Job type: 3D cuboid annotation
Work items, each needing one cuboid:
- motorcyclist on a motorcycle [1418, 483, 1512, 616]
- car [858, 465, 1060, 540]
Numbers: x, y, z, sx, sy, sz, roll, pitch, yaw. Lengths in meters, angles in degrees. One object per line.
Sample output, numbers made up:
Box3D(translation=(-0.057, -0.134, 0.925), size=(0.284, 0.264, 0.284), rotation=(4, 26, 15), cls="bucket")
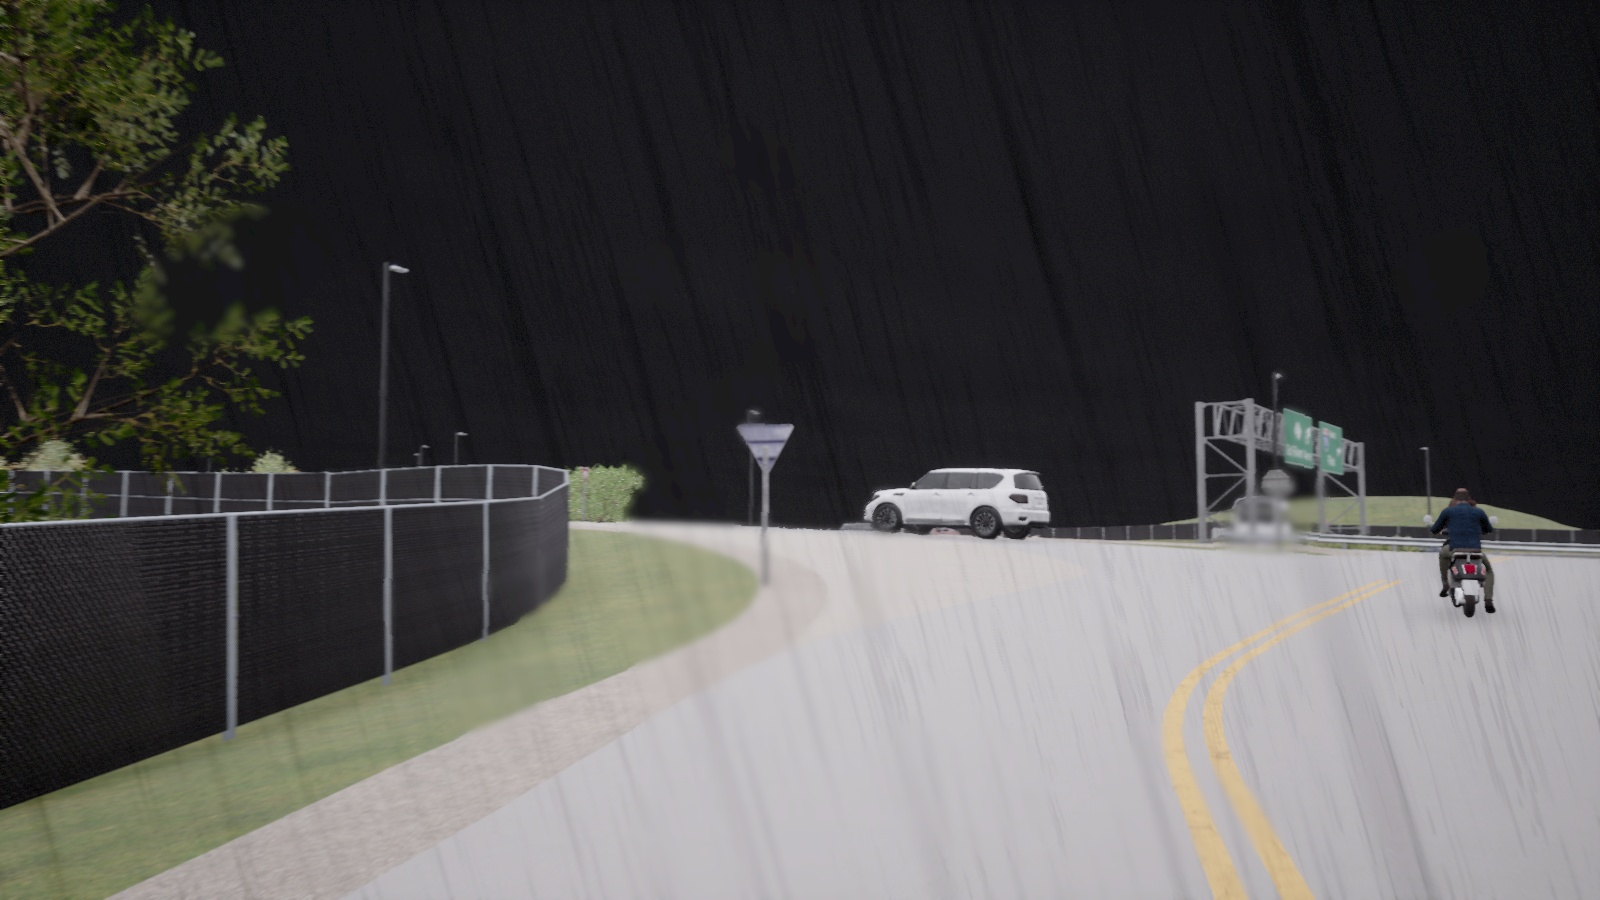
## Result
Box3D(translation=(8.492, 1.223, 16.104), size=(0.866, 1.590, 1.817), rotation=(-1, -2, 22), cls="motorcyclist on a motorcycle")
Box3D(translation=(4.659, 1.545, 37.319), size=(5.566, 2.045, 2.150), rotation=(0, -4, 37), cls="car")
